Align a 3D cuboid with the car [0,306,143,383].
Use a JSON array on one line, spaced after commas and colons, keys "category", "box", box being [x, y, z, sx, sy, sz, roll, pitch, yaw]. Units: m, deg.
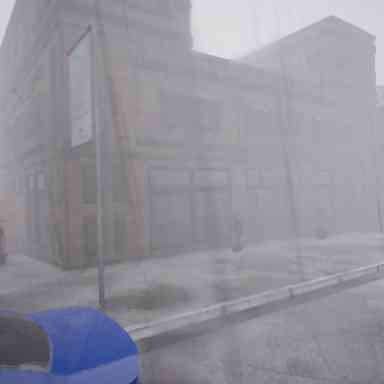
[{"category": "car", "box": [-2.625, 1.478, 1.505, 5.008, 1.535, 1.882, 0, 0, -36]}]
